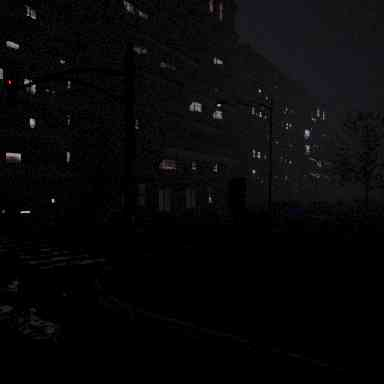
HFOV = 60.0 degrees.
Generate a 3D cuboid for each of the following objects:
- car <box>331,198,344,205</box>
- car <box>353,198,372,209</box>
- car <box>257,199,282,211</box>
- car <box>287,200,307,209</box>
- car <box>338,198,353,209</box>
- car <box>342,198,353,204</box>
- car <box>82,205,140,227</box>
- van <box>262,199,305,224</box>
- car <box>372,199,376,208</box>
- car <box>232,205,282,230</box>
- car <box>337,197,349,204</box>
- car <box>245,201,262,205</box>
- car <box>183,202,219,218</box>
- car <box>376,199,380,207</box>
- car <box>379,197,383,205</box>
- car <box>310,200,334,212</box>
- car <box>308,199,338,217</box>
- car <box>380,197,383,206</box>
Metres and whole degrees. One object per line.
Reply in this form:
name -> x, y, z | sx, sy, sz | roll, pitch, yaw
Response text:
car -> 33.776, 2.177, 77.117 | 1.947, 1.339, 4.313 | 1, 0, 36
car -> 27.368, 1.891, 54.328 | 2.192, 1.841, 5.009 | 1, 0, 36
car -> 10.771, 1.743, 45.957 | 1.967, 1.590, 4.097 | 1, 0, 36
car -> 17.343, 1.975, 54.860 | 1.802, 1.307, 4.206 | 1, 0, 36
car -> 24.071, 2.064, 54.235 | 2.033, 1.411, 5.357 | 1, 0, 37
car -> 40.249, 2.221, 85.883 | 1.752, 1.417, 4.829 | 1, 0, 36
car -> -5.664, 1.626, 23.699 | 2.008, 1.369, 4.403 | 1, 0, 36
van -> 7.648, 1.648, 27.618 | 1.690, 1.788, 3.998 | 1, 0, 36
car -> 30.652, 2.202, 58.778 | 1.802, 1.307, 4.206 | 1, 0, 36
car -> 4.359, 1.827, 23.167 | 1.947, 1.339, 4.313 | 1, 0, 36
car -> 37.064, 2.094, 81.569 | 1.967, 1.590, 4.097 | 1, 0, 36
car -> 7.483, 1.840, 41.505 | 1.802, 1.307, 4.206 | 1, 0, 36
car -> 0.910, 1.712, 32.602 | 1.887, 1.381, 4.507 | 1, 0, 36
car -> 33.940, 2.104, 63.230 | 1.967, 1.590, 4.097 | 1, 0, 36
car -> 47.089, 2.151, 81.036 | 2.192, 1.841, 5.009 | 1, 0, 36
car -> 18.097, 1.914, 46.121 | 1.882, 1.535, 5.008 | 1, 0, 36
car -> 14.221, 1.838, 36.522 | 1.967, 1.590, 4.097 | 1, 0, 36
car -> 37.226, 2.252, 67.681 | 1.887, 1.381, 4.507 | 1, 0, 36
